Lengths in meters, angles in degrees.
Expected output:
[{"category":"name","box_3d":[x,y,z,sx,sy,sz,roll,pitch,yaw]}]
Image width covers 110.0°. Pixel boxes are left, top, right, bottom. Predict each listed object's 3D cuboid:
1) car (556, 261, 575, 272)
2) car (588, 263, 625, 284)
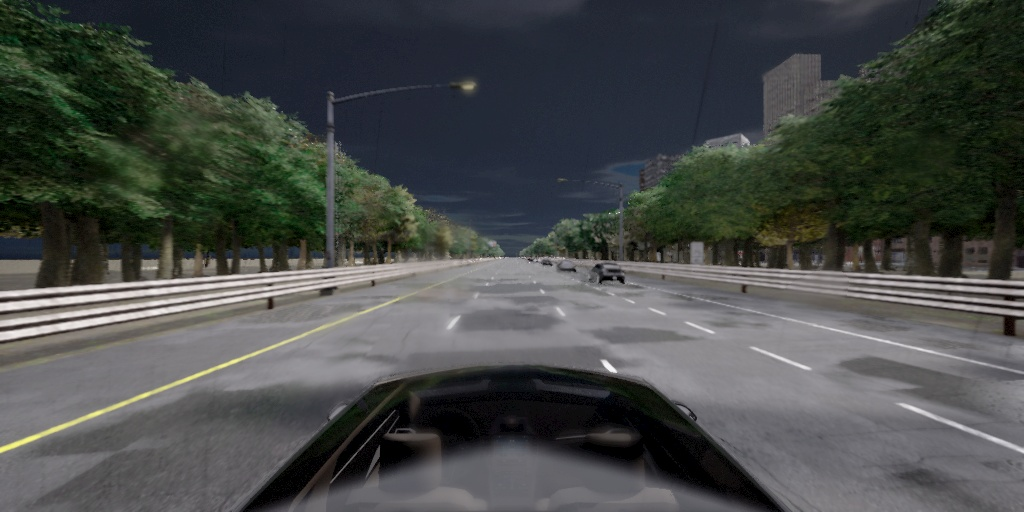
[{"category":"car","box_3d":[6.972,1.333,46.755,1.994,1.385,4.181,0,0,0]},{"category":"car","box_3d":[6.984,1.271,26.830,1.837,1.490,4.892,0,0,0]}]
